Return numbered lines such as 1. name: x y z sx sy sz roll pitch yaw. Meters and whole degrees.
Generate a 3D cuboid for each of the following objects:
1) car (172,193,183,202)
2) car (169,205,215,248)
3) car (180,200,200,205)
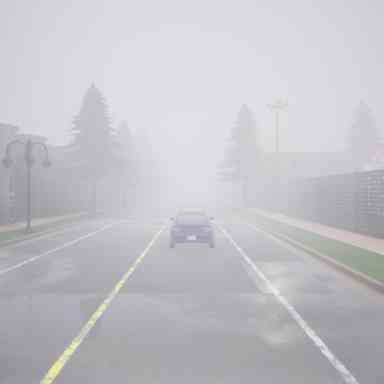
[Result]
1. car: -3.410 1.211 77.147 2.150 2.045 5.566 0 0 3
2. car: 0.000 1.533 14.650 1.812 1.442 4.674 0 0 0
3. car: 0.000 1.616 29.680 1.895 1.301 4.718 0 0 0
